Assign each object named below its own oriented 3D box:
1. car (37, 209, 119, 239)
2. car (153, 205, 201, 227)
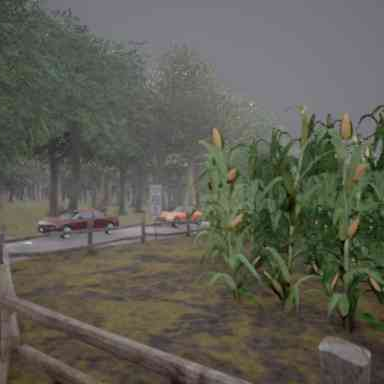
[{"bbox_3d":[-6.594,1.796,19.743,1.882,1.535,5.008,0,-1,34],"label":"car"},{"bbox_3d":[-1.167,1.894,27.432,2.097,1.767,4.553,0,-1,36],"label":"car"}]
